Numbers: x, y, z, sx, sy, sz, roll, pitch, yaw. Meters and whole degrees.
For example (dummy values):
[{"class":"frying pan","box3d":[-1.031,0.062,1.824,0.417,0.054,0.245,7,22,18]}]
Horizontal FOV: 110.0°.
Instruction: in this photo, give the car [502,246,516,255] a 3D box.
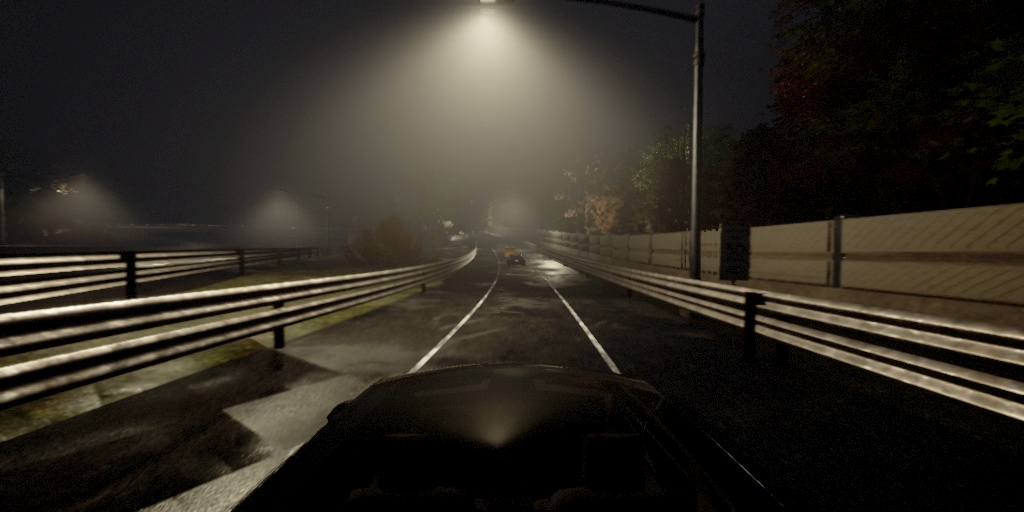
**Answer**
[{"class":"car","box3d":[-0.325,-0.645,50.821,1.882,1.535,5.008,1,5,-4]}]

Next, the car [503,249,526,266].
[{"class":"car","box3d":[0.384,0.316,38.880,1.994,1.385,4.181,1,4,-3]}]
